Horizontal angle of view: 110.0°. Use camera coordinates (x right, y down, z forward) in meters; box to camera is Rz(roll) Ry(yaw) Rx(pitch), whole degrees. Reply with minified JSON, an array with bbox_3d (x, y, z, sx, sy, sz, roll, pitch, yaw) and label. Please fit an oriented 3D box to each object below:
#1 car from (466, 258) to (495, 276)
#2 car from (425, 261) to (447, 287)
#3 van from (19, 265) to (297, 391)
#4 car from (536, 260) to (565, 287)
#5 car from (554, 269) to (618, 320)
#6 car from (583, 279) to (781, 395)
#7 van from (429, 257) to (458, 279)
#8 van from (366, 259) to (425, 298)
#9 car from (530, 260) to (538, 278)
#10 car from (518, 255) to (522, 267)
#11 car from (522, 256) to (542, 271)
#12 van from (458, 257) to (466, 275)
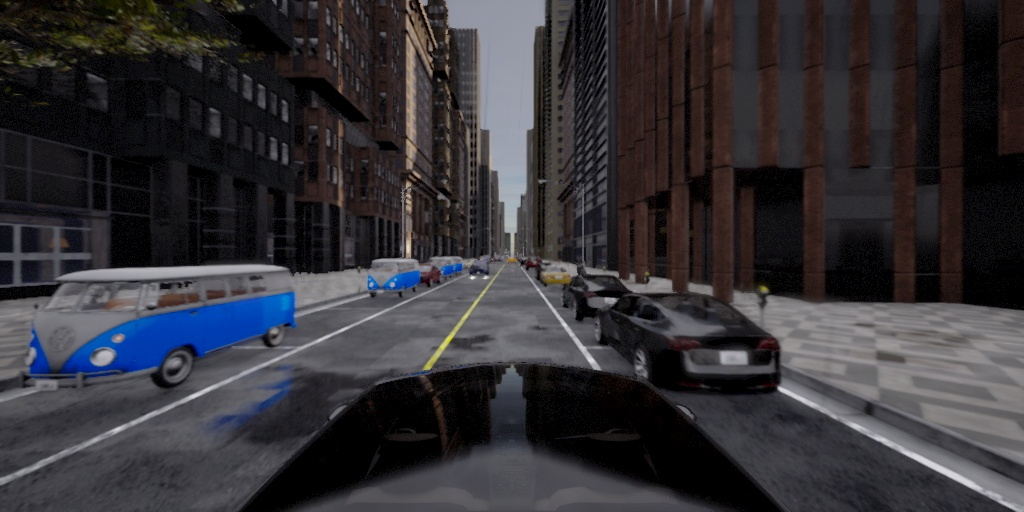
[{"bbox_3d":[-3.093,1.169,35.548,2.033,1.411,5.357,0,0,0],"label":"car"},{"bbox_3d":[-5.761,1.211,23.396,1.888,1.381,4.507,0,0,0],"label":"car"},{"bbox_3d":[-5.762,1.072,6.541,1.690,1.789,3.998,0,0,0],"label":"van"},{"bbox_3d":[2.765,1.192,23.573,1.751,1.417,4.829,0,0,0],"label":"car"},{"bbox_3d":[2.764,1.275,12.166,1.948,1.339,4.313,0,0,0],"label":"car"},{"bbox_3d":[2.763,1.297,6.548,1.948,1.339,4.313,0,0,0],"label":"car"},{"bbox_3d":[-5.760,0.986,29.014,1.690,1.789,3.998,0,0,0],"label":"van"},{"bbox_3d":[-5.761,1.028,17.778,1.690,1.789,3.998,0,0,0],"label":"van"},{"bbox_3d":[2.765,1.212,29.022,1.948,1.339,4.313,0,0,0],"label":"car"},{"bbox_3d":[2.365,1.014,61.098,1.882,1.535,5.008,0,0,0],"label":"car"},{"bbox_3d":[2.766,0.901,45.878,2.192,1.841,5.009,0,0,0],"label":"car"},{"bbox_3d":[-5.760,0.966,34.633,1.690,1.789,3.998,0,0,0],"label":"van"}]
